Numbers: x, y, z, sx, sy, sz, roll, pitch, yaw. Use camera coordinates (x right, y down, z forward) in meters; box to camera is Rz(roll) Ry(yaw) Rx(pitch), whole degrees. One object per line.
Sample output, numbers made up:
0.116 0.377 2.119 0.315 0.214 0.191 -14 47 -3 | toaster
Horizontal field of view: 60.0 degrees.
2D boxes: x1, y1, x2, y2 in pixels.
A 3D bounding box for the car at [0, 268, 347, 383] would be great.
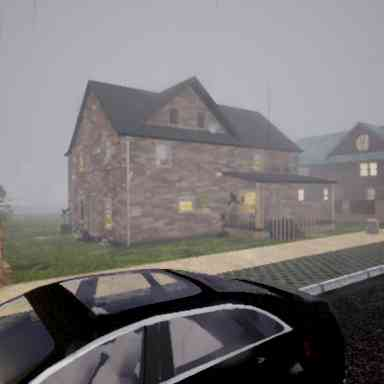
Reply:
-0.800 1.486 2.499 4.902 1.511 2.128 -1 0 -36 | car
